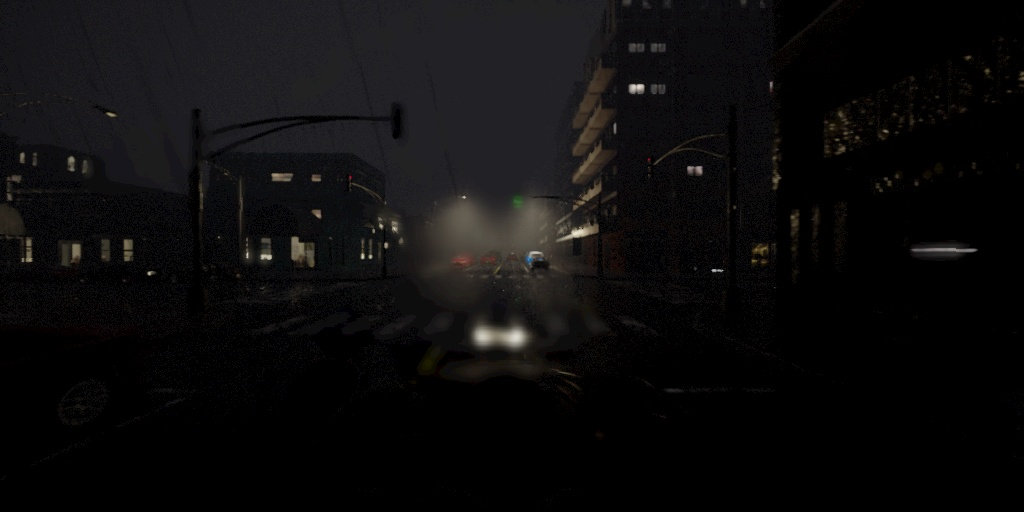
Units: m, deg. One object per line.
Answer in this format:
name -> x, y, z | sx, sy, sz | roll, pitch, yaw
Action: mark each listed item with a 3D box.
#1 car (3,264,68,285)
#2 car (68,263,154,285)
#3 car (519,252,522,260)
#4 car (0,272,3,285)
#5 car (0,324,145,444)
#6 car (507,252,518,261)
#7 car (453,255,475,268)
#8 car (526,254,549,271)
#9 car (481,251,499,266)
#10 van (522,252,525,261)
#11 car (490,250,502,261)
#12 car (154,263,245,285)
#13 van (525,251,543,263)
car -> -30.671, 1.171, 23.226 | 4.207, 1.307, 1.802 | 0, 0, 1
car -> -25.191, 1.130, 23.149 | 4.313, 1.339, 1.948 | 0, 0, 1
car -> 2.705, 0.210, 63.345 | 1.751, 1.417, 4.829 | 0, 0, 0
car -> -28.954, 0.815, 17.282 | 5.566, 2.045, 2.150 | 0, 0, 1
car -> -5.656, 1.278, 2.762 | 1.888, 1.381, 4.507 | 0, 0, 0
car -> 0.014, 0.220, 64.745 | 1.994, 1.385, 4.181 | 0, 1, 0
car -> -5.681, 0.662, 40.822 | 1.802, 1.307, 4.207 | 0, 0, 0
car -> 2.699, 0.728, 35.277 | 2.007, 1.370, 4.403 | 0, 0, 0
car -> -3.053, 0.443, 47.367 | 1.882, 1.535, 5.008 | 0, 1, 0
van -> 2.702, 0.224, 52.016 | 1.690, 1.789, 3.998 | 0, 0, 0
car -> -3.004, -0.105, 63.777 | 2.150, 2.045, 5.566 | 0, 1, 0
car -> -19.710, 1.090, 23.072 | 4.403, 1.370, 2.007 | 0, 0, 1
van -> 2.700, 0.420, 40.855 | 1.690, 1.789, 3.998 | 0, 0, 0
